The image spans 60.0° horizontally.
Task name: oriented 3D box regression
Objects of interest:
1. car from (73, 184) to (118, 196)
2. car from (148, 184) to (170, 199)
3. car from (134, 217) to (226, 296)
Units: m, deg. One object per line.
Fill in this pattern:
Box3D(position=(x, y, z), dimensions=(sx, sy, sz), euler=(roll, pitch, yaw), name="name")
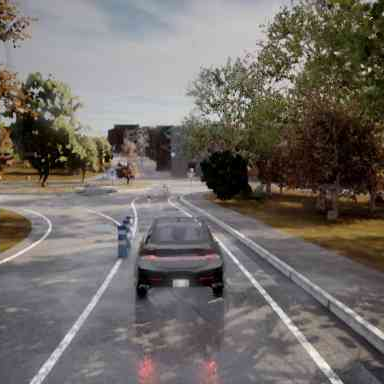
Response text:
Box3D(position=(-10.868, -0.299, 37.469), dimensions=(4.718, 1.301, 1.895), euler=(-2, 5, -25), name="car")
Box3D(position=(-3.445, -0.158, 34.810), dimensions=(1.812, 1.442, 4.674), euler=(0, 5, 3), name="car")
Box3D(position=(-0.337, 1.370, 8.424), dimensions=(2.128, 1.511, 4.902), euler=(0, 2, -3), name="car")
